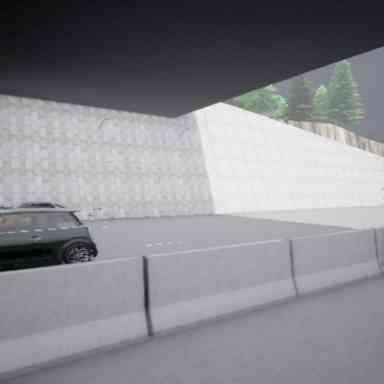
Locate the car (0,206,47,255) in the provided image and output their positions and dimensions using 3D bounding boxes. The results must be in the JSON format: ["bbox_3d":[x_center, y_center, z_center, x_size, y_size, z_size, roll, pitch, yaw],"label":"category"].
[{"bbox_3d":[-7.821,1.355,11.364,5.008,1.535,1.882,0,1,-34],"label":"car"}]

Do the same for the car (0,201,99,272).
[{"bbox_3d":[-5.003,1.257,9.038,4.553,1.767,2.097,0,1,-34],"label":"car"}]

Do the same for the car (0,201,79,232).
[{"bbox_3d":[-9.190,1.312,18.875,4.892,1.490,1.837,0,1,-34],"label":"car"}]

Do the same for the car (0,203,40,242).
[{"bbox_3d":[-9.458,1.337,14.480,4.902,1.511,2.128,0,1,-34],"label":"car"}]
